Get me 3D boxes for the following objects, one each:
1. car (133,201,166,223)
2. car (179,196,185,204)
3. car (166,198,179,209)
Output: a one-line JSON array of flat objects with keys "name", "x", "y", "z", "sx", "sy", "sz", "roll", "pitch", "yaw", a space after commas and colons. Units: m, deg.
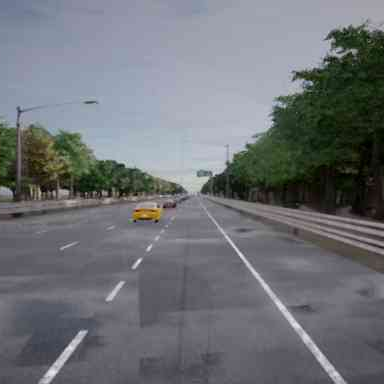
[{"name": "car", "x": -3.447, "y": 1.581, "z": 26.713, "sx": 1.882, "sy": 1.535, "sz": 5.008, "roll": 0, "pitch": 0, "yaw": 0}, {"name": "car", "x": -3.162, "y": 1.935, "z": 74.168, "sx": 2.033, "sy": 1.411, "sz": 5.357, "roll": 0, "pitch": 0, "yaw": 1}, {"name": "car", "x": -3.332, "y": 1.772, "z": 50.995, "sx": 1.812, "sy": 1.442, "sz": 4.674, "roll": 0, "pitch": 0, "yaw": 0}]
